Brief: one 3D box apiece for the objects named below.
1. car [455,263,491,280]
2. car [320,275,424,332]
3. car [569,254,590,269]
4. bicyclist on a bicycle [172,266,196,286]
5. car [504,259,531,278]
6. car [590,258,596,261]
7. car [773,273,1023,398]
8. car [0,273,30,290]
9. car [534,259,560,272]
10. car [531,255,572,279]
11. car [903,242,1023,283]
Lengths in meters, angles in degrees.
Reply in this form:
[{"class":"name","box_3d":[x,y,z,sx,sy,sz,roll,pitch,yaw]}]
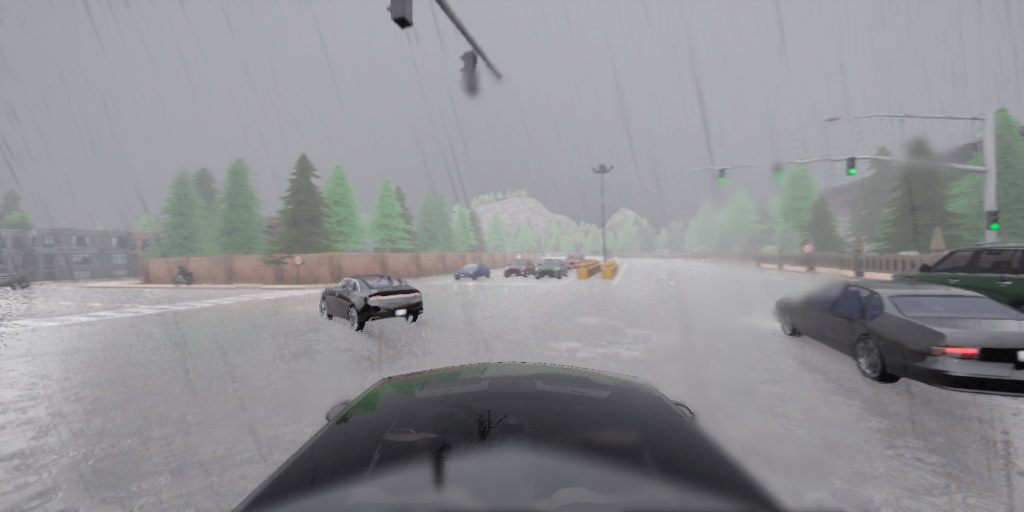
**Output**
[{"class":"car","box_3d":[-3.419,1.350,32.229,1.812,1.442,4.674,-1,0,20]},{"class":"car","box_3d":[-4.624,1.347,11.476,2.128,1.511,4.902,-1,0,-42]},{"class":"car","box_3d":[7.598,0.788,43.003,2.150,2.045,5.566,-1,0,19]},{"class":"bicyclist on a bicycle","box_3d":[-26.861,1.667,29.420,1.656,1.620,0.582,-2,0,-12]},{"class":"car","box_3d":[0.833,1.078,33.827,2.097,1.767,4.553,-1,0,19]},{"class":"car","box_3d":[12.730,1.011,58.173,1.994,1.385,4.181,-1,0,19]},{"class":"car","box_3d":[6.603,1.144,6.358,2.033,1.411,5.357,-1,0,19]},{"class":"car","box_3d":[-45.841,2.295,32.401,2.128,1.511,4.902,-1,0,-42]},{"class":"car","box_3d":[4.410,1.188,44.480,2.033,1.411,5.357,-1,0,19]},{"class":"car","box_3d":[3.428,1.018,30.570,2.097,1.767,4.553,-1,0,19]},{"class":"car","box_3d":[10.659,0.724,7.475,2.150,2.045,5.566,-1,0,19]}]
